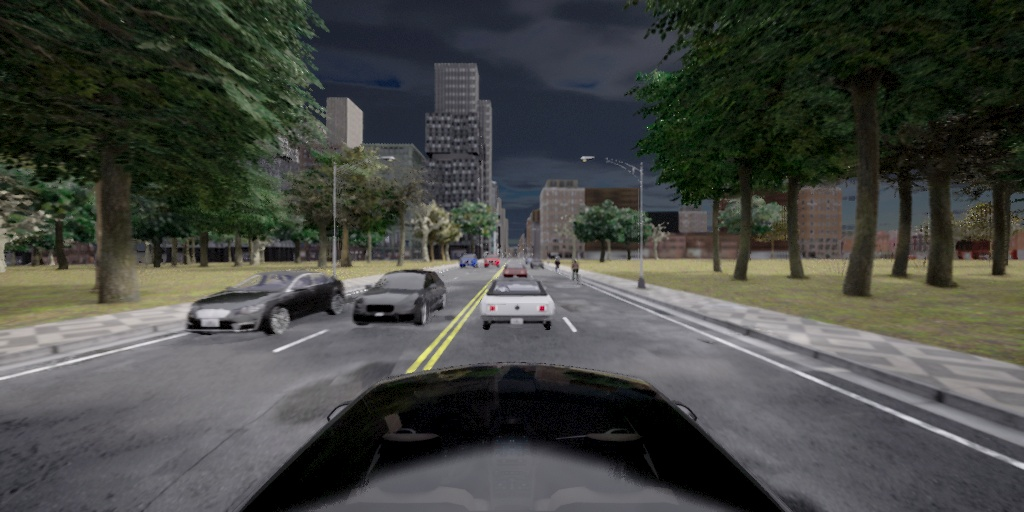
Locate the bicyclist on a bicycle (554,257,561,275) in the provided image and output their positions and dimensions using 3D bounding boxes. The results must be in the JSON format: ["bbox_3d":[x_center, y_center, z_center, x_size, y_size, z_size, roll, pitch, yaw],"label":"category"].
[{"bbox_3d":[4.303,1.008,34.140,0.659,1.776,1.843,0,1,0],"label":"bicyclist on a bicycle"}]

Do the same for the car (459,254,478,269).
[{"bbox_3d":[-6.304,0.771,52.638,2.150,2.045,5.566,0,0,1],"label":"car"}]

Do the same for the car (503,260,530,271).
[{"bbox_3d":[0.233,1.241,29.139,1.895,1.301,4.718,0,0,0],"label":"car"}]

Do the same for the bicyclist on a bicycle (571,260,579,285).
[{"bbox_3d":[4.251,1.123,24.112,0.582,1.620,1.656,0,0,0],"label":"bicyclist on a bicycle"}]

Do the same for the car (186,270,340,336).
[{"bbox_3d":[-6.566,1.180,10.260,2.128,1.511,4.902,0,0,0],"label":"car"}]

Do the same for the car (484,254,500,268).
[{"bbox_3d":[-3.036,0.775,54.753,2.150,2.045,5.566,0,0,1],"label":"car"}]

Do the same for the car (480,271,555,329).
[{"bbox_3d":[0.138,1.308,11.040,1.895,1.301,4.718,0,0,0],"label":"car"}]

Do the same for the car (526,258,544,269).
[{"bbox_3d":[3.605,1.077,52.511,2.128,1.511,4.902,0,0,0],"label":"car"}]

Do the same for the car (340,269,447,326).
[{"bbox_3d":[-3.310,1.199,11.421,1.837,1.490,4.892,0,0,0],"label":"car"}]
